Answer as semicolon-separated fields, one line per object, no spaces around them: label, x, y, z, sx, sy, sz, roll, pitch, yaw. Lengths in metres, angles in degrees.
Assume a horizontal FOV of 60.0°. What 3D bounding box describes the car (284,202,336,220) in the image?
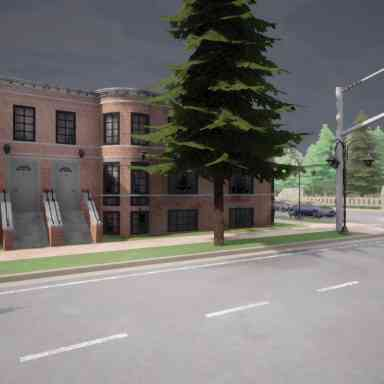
car;10.385;1.564;28.566;1.994;1.385;4.181;0;0;-30

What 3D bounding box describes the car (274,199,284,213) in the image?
car;8.958;1.491;38.036;2.128;1.511;4.902;0;0;-30
